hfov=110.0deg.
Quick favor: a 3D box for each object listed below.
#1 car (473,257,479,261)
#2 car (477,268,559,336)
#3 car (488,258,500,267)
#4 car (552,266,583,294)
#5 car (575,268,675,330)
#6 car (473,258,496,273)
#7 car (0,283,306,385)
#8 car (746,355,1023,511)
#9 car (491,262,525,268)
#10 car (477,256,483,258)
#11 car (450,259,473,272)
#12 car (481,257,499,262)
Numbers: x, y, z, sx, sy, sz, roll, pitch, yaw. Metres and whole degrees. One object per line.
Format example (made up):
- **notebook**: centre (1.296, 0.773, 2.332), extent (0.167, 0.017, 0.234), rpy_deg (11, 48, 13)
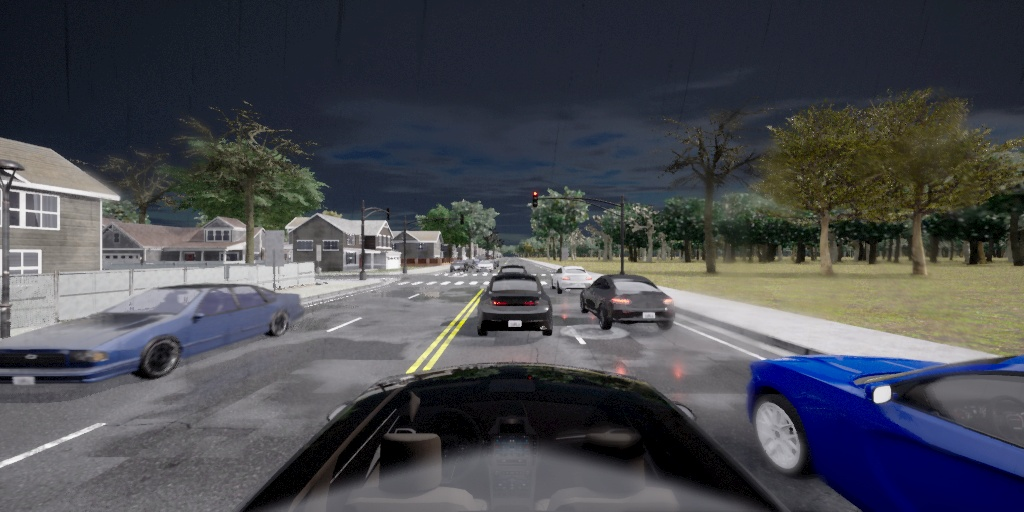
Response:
- **car**: centre (-6.580, 1.238, 54.513), extent (1.837, 1.490, 4.892), rpy_deg (0, 0, 1)
- **car**: centre (0.084, 1.255, 10.370), extent (1.837, 1.490, 4.892), rpy_deg (0, 0, 0)
- **car**: centre (-3.287, 1.202, 65.369), extent (1.882, 1.535, 5.008), rpy_deg (0, 0, 1)
- **car**: centre (3.313, 1.276, 20.114), extent (1.812, 1.442, 4.674), rpy_deg (0, 0, 0)
- **car**: centre (3.334, 1.276, 11.009), extent (1.812, 1.442, 4.674), rpy_deg (0, 0, 0)
- **car**: centre (-3.339, 1.268, 44.642), extent (1.812, 1.442, 4.674), rpy_deg (0, 0, 0)
- **car**: centre (-6.599, 1.298, 7.507), extent (2.033, 1.411, 5.357), rpy_deg (0, 0, 0)
- **car**: centre (3.350, 1.228, 1.695), extent (1.882, 1.535, 5.008), rpy_deg (0, 0, 0)
- **car**: centre (0.060, 1.255, 19.786), extent (1.837, 1.490, 4.892), rpy_deg (0, 0, 0)
- **car**: centre (-6.546, 1.251, 64.796), extent (1.812, 1.442, 4.674), rpy_deg (0, 0, 1)
- **car**: centre (-6.587, 1.233, 45.091), extent (2.128, 1.511, 4.902), rpy_deg (0, 0, 0)
- **car**: centre (-3.331, 1.240, 54.387), extent (1.837, 1.490, 4.892), rpy_deg (0, 0, 1)
